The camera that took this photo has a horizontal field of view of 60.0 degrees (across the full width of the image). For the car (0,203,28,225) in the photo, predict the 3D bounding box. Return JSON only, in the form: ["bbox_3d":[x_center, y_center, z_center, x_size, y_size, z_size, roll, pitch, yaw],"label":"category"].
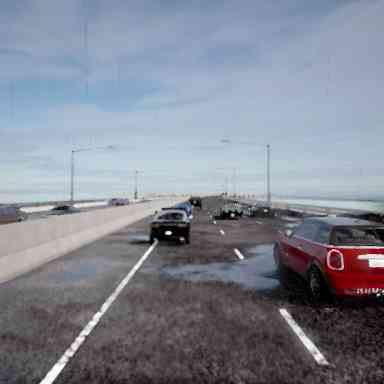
[{"bbox_3d":[-13.983,1.751,24.118,2.033,1.411,5.357,0,0,1],"label":"car"}]

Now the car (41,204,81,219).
[{"bbox_3d":[-10.452,1.752,26.944,1.812,1.442,4.674,0,0,1],"label":"car"}]

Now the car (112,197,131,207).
[{"bbox_3d":[-13.234,2.063,64.467,2.033,1.411,5.357,0,0,2],"label":"car"}]

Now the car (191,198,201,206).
[{"bbox_3d":[0.857,2.057,68.037,1.812,1.442,4.674,0,0,2],"label":"car"}]

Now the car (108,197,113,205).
[{"bbox_3d":[-16.561,1.922,71.248,2.097,1.767,4.553,0,0,1],"label":"car"}]

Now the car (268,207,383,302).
[{"bbox_3d":[3.622,1.427,8.622,2.097,1.767,4.553,0,0,0],"label":"car"}]

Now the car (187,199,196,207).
[{"bbox_3d":[-0.845,1.750,32.695,1.882,1.535,5.008,0,0,1],"label":"car"}]

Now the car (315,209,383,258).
[{"bbox_3d":[7.147,1.600,14.253,1.882,1.535,5.008,0,0,0],"label":"car"}]

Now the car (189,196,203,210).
[{"bbox_3d":[0.487,1.638,51.427,2.150,2.045,5.566,0,0,1],"label":"car"}]

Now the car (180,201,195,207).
[{"bbox_3d":[-0.911,1.750,26.705,1.812,1.442,4.674,0,0,1],"label":"car"}]

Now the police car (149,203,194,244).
[{"bbox_3d":[-0.993,1.569,16.831,1.930,1.638,5.238,0,0,0],"label":"police car"}]

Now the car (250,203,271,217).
[{"bbox_3d":[7.342,1.854,35.074,1.994,1.385,4.181,0,0,1],"label":"car"}]

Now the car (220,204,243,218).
[{"bbox_3d":[3.814,1.876,33.075,1.895,1.301,4.718,0,0,1],"label":"car"}]

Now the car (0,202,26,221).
[{"bbox_3d":[-17.415,1.743,30.187,2.128,1.511,4.902,0,0,1],"label":"car"}]

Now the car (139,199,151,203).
[{"bbox_3d":[-9.622,2.098,68.791,1.994,1.385,4.181,0,0,1],"label":"car"}]
